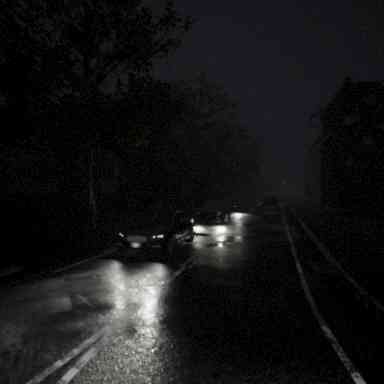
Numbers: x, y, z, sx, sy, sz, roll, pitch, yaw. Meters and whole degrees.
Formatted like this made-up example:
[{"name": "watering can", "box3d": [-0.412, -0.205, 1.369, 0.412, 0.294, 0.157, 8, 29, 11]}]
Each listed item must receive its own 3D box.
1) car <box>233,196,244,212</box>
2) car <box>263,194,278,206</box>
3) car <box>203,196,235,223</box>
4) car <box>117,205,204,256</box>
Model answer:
[{"name": "car", "box3d": [4.297, 1.255, 34.654, 1.837, 1.490, 4.892, 1, 1, 15]}, {"name": "car", "box3d": [10.900, 1.067, 46.259, 1.882, 1.535, 5.008, 1, 1, 15]}, {"name": "car", "box3d": [1.699, 1.340, 24.448, 1.882, 1.535, 5.008, 1, 0, 14]}, {"name": "car", "box3d": [-1.211, 1.425, 12.994, 2.128, 1.511, 4.902, 1, 0, 14]}]
